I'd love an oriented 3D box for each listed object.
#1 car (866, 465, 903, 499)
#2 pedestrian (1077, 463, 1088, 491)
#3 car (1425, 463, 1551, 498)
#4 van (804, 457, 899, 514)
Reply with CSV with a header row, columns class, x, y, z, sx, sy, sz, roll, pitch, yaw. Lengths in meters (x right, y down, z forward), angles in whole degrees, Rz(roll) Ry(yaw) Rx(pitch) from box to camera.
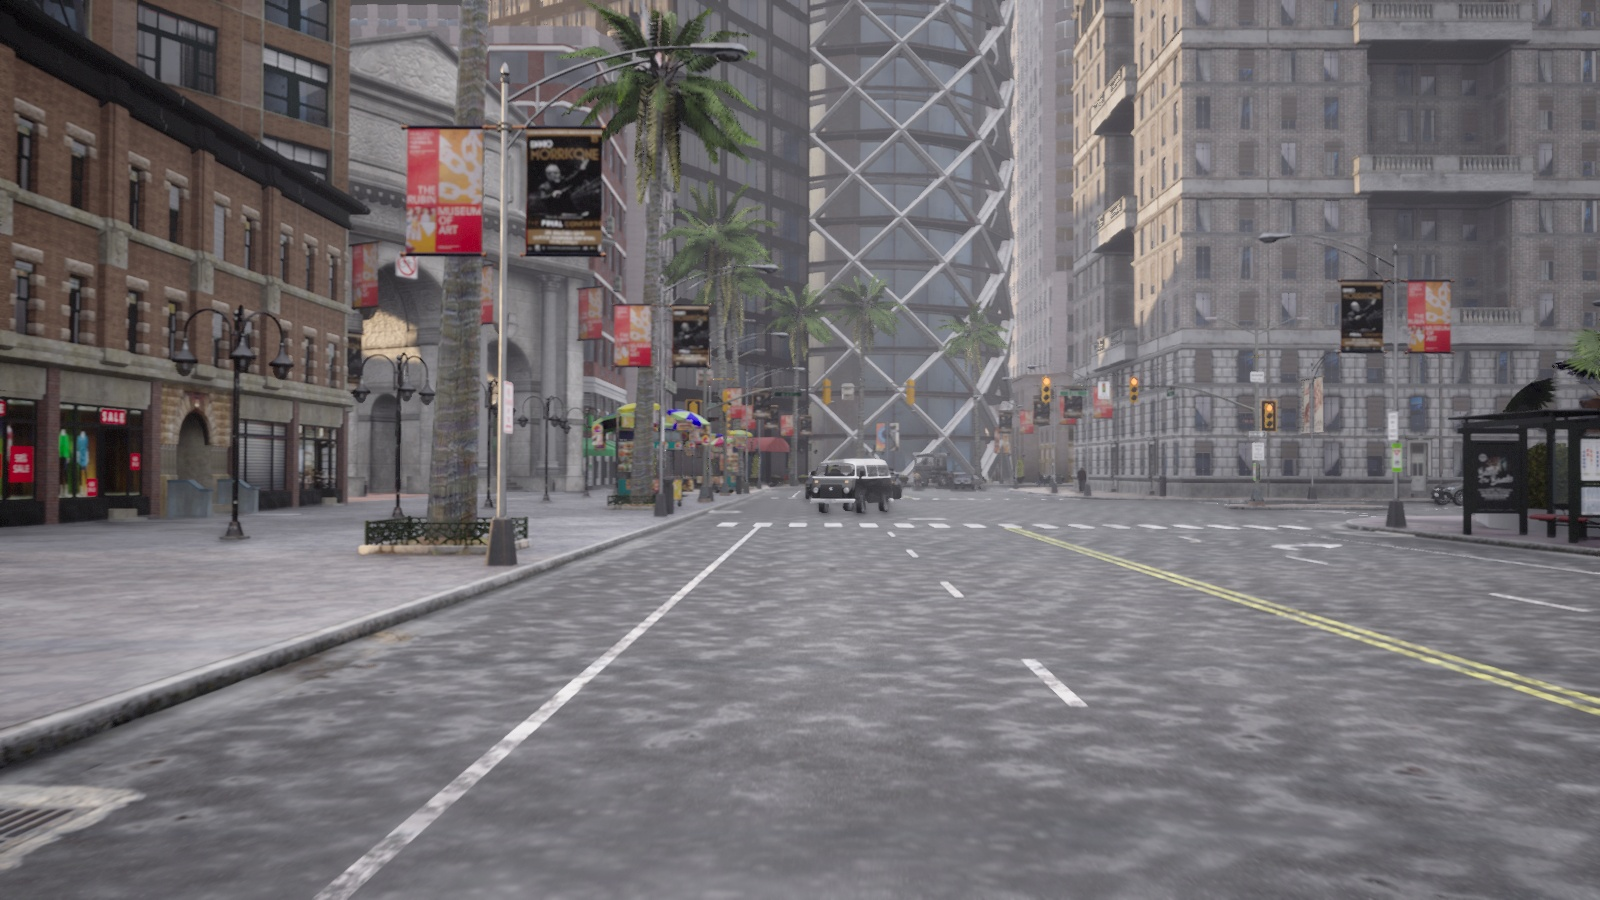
class,x,y,z,sx,sy,sz,roll,pitch,yaw
car,4.806,1.795,71.836,1.905,1.878,3.866,0,-1,1
pedestrian,19.207,1.826,85.341,0.634,1.844,0.899,0,-1,6
car,34.100,1.506,62.321,5.027,1.651,2.152,0,-1,0
van,2.003,1.320,47.167,2.069,2.038,4.480,-1,-1,24
